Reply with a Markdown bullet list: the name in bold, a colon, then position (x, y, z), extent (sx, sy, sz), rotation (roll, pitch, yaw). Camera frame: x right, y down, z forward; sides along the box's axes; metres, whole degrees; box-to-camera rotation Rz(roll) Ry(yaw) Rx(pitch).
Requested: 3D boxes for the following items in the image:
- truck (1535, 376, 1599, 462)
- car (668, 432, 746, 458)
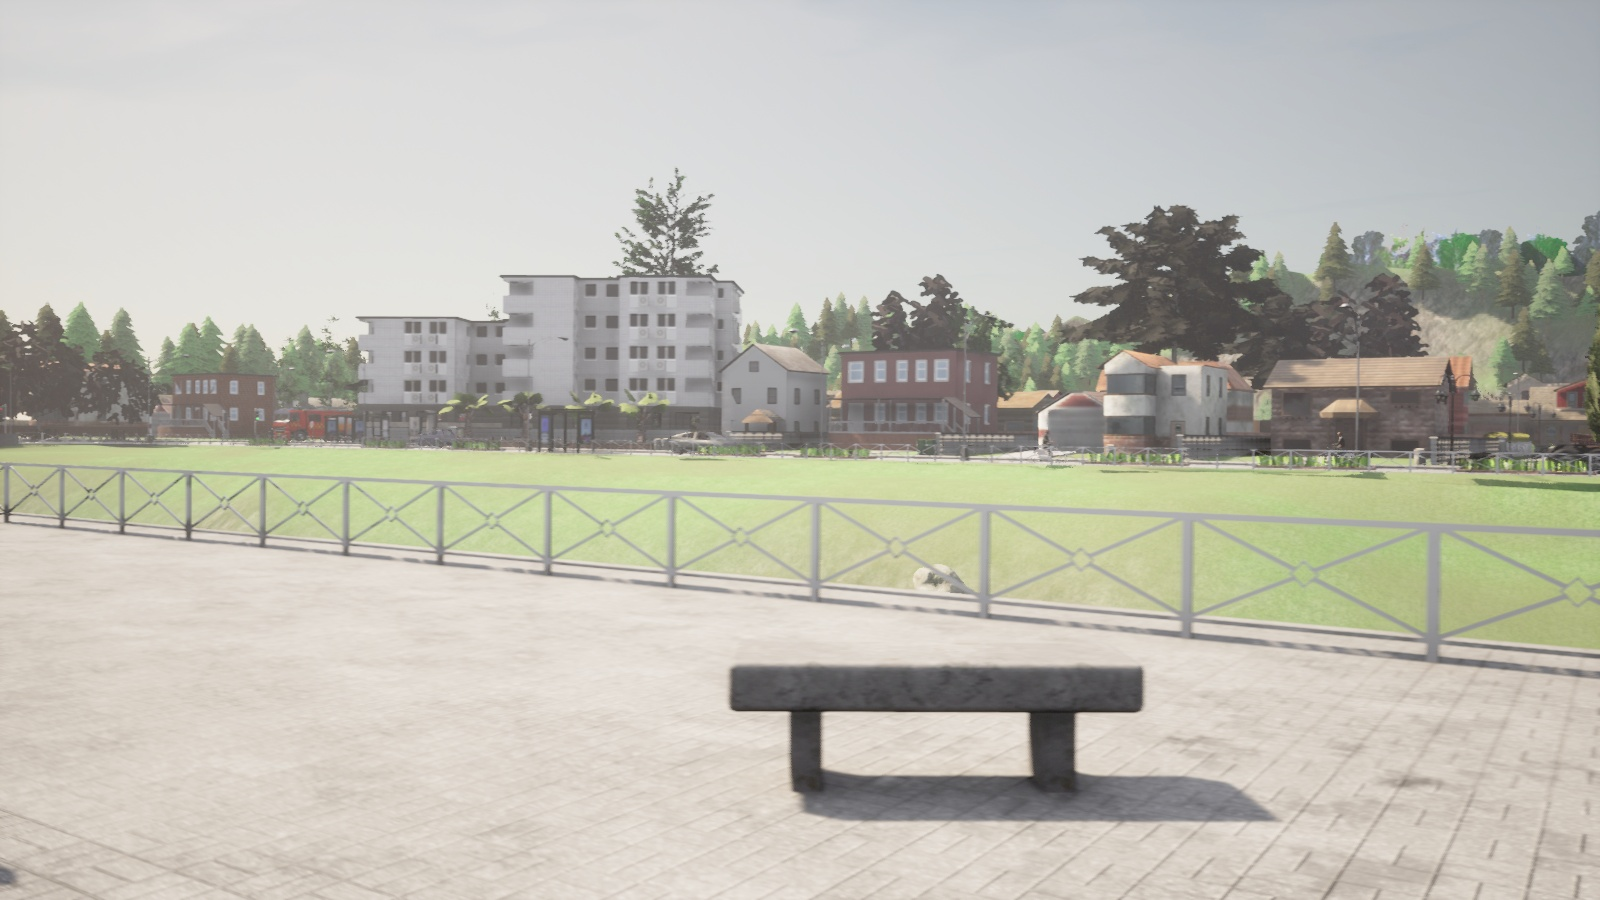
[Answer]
- **truck**: position (34.334, -1.253, 50.643), extent (7.936, 3.462, 2.891), rotation (0, 1, 34)
- **car**: position (-5.724, -0.325, 77.287), extent (4.514, 1.525, 2.007), rotation (0, 1, 34)
